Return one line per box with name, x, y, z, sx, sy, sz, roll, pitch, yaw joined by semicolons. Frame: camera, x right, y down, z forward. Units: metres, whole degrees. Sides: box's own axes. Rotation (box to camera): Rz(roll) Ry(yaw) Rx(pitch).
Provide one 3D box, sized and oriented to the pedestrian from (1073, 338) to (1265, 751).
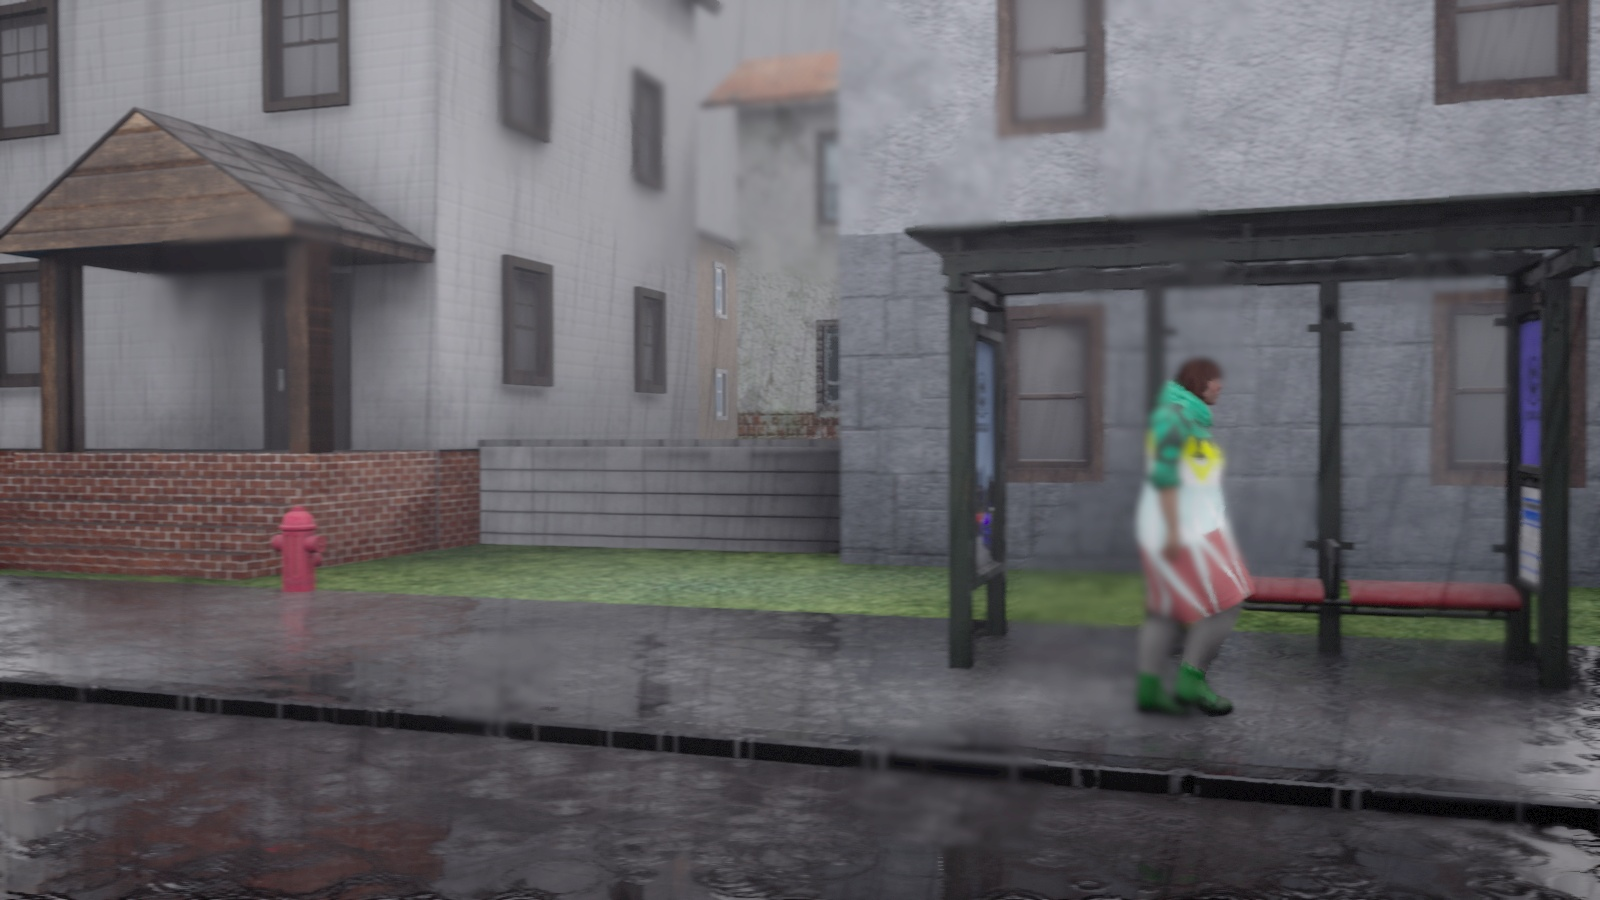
pedestrian;1.891;0.441;6.394;0.873;1.952;0.659;1;1;21
